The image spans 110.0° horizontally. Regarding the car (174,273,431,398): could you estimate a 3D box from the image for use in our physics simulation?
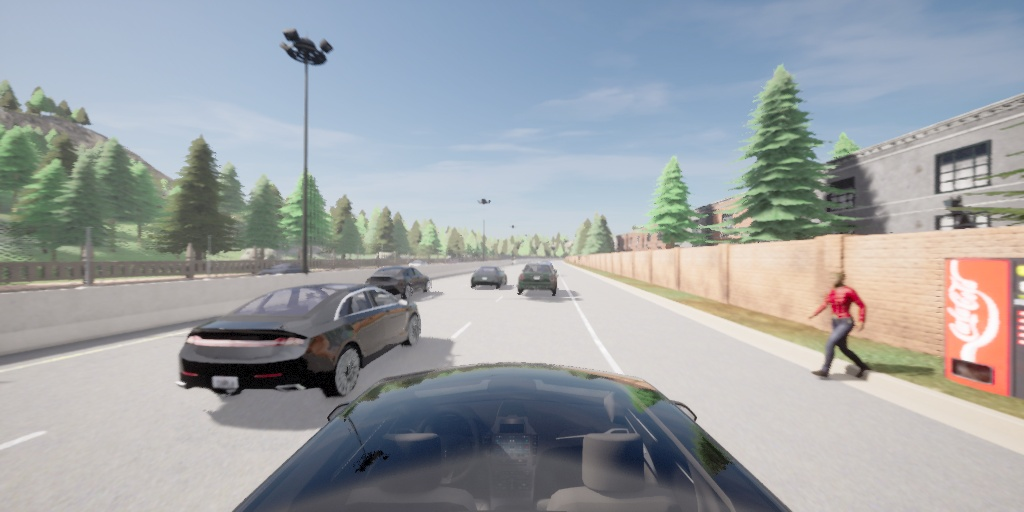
[{"bbox_3d":[-3.141,1.237,6.515,2.128,1.511,4.902,0,0,3],"label":"car"}]

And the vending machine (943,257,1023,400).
[{"bbox_3d":[7.119,1.004,5.047,1.100,2.100,0.880,0,0,3],"label":"vending machine"}]

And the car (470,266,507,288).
[{"bbox_3d":[-1.501,1.381,24.297,1.994,1.385,4.181,0,0,6],"label":"car"}]

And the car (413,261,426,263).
[{"bbox_3d":[-13.063,1.352,49.757,1.812,1.442,4.674,0,0,7],"label":"car"}]

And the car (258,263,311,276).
[{"bbox_3d":[-18.733,1.285,29.672,1.994,1.385,4.181,0,0,6],"label":"car"}]

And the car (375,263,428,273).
[{"bbox_3d":[-5.630,1.274,18.294,1.837,1.490,4.892,0,0,6],"label":"car"}]

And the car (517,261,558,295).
[{"bbox_3d":[1.542,1.177,20.731,2.097,1.767,4.553,0,0,7],"label":"car"}]

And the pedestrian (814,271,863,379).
[{"bbox_3d":[5.400,1.094,5.940,0.375,1.860,0.375,0,0,3],"label":"pedestrian"}]

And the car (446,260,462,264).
[{"bbox_3d":[-8.908,1.352,55.609,1.882,1.535,5.008,0,-1,6],"label":"car"}]
